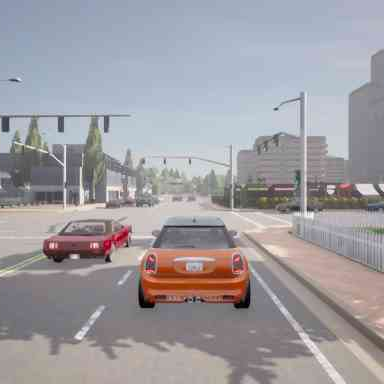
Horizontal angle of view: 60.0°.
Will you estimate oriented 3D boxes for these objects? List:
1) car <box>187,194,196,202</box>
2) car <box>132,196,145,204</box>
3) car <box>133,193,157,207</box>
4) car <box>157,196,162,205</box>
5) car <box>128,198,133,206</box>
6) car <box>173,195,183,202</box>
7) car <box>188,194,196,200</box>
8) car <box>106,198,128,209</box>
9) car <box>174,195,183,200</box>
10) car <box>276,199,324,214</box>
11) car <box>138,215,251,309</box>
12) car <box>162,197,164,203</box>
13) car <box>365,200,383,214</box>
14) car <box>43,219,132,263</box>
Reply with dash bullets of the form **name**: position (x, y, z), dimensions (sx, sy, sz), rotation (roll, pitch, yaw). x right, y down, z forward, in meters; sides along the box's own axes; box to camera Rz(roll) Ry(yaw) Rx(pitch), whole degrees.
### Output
- **car**: position (-0.051, 1.530, 77.391), dimensions (2.033, 1.411, 5.357), rotation (0, 0, 0)
- **car**: position (-10.575, 1.563, 66.315), dimensions (1.994, 1.385, 4.181), rotation (0, 0, 0)
- **car**: position (-7.129, 1.221, 51.114), dimensions (2.150, 2.045, 5.566), rotation (0, 0, 1)
- **car**: position (-7.111, 1.563, 60.520), dimensions (1.994, 1.385, 4.181), rotation (0, 0, 0)
- **car**: position (-10.622, 1.600, 55.049), dimensions (1.895, 1.301, 4.718), rotation (0, 0, 0)
- **car**: position (-3.551, 1.512, 77.708), dimensions (1.812, 1.442, 4.674), rotation (0, 0, 0)
- **car**: position (-0.057, 1.397, 87.667), dimensions (2.128, 1.511, 4.902), rotation (0, 0, 0)
- **car**: position (-10.628, 1.563, 46.287), dimensions (1.994, 1.385, 4.181), rotation (0, 0, 0)
- **car**: position (-3.557, 1.424, 87.663), dimensions (1.994, 1.385, 4.181), rotation (0, 0, 0)
- **car**: position (11.249, 1.491, 34.718), dimensions (4.902, 1.511, 2.128), rotation (0, 0, -2)
- **car**: position (0.059, 1.352, 8.056), dimensions (2.097, 1.767, 4.553), rotation (0, 0, 0)
- **car**: position (-7.046, 1.523, 70.845), dimensions (1.812, 1.442, 4.674), rotation (0, 0, 0)
- **car**: position (20.893, 1.477, 34.962), dimensions (5.008, 1.535, 1.882), rotation (0, 0, -2)
- **car**: position (-3.424, 1.601, 11.949), dimensions (1.895, 1.301, 4.718), rotation (0, 0, 0)
